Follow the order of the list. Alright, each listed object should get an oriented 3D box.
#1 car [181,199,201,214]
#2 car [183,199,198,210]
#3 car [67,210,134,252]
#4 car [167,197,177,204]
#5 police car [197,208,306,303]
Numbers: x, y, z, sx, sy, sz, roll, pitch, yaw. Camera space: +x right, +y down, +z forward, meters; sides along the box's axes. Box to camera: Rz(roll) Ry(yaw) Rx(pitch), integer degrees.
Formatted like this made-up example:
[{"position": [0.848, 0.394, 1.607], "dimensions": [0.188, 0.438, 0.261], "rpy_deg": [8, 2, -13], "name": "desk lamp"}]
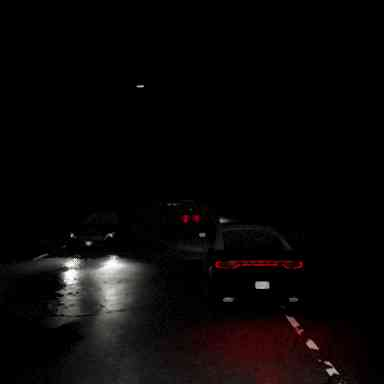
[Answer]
[{"position": [-0.103, 1.538, 35.502], "dimensions": [2.128, 1.511, 4.902], "rpy_deg": [0, 0, 0], "name": "car"}, {"position": [-0.262, 1.655, 45.902], "dimensions": [1.994, 1.385, 4.181], "rpy_deg": [0, 0, 0], "name": "car"}, {"position": [-3.620, 1.528, 13.955], "dimensions": [1.812, 1.442, 4.674], "rpy_deg": [0, 0, 0], "name": "car"}, {"position": [-4.290, 1.808, 72.189], "dimensions": [2.033, 1.411, 5.357], "rpy_deg": [0, 0, -1], "name": "car"}, {"position": [1.226, 1.426, 8.398], "dimensions": [1.930, 1.638, 5.238], "rpy_deg": [0, 0, 0], "name": "police car"}]
